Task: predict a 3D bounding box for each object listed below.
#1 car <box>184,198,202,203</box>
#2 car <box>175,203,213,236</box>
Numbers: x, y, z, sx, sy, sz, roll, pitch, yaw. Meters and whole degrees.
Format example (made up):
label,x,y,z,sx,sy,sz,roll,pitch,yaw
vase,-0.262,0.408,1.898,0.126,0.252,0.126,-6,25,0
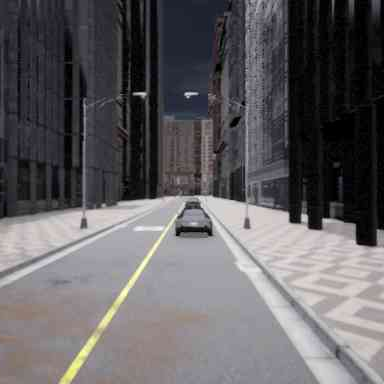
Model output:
label,x,y,z,sx,sy,sz,roll,pitch,yaw
car,0.105,1.491,39.984,1.837,1.490,4.892,0,0,0
car,0.103,1.554,18.532,1.994,1.385,4.181,0,0,0
